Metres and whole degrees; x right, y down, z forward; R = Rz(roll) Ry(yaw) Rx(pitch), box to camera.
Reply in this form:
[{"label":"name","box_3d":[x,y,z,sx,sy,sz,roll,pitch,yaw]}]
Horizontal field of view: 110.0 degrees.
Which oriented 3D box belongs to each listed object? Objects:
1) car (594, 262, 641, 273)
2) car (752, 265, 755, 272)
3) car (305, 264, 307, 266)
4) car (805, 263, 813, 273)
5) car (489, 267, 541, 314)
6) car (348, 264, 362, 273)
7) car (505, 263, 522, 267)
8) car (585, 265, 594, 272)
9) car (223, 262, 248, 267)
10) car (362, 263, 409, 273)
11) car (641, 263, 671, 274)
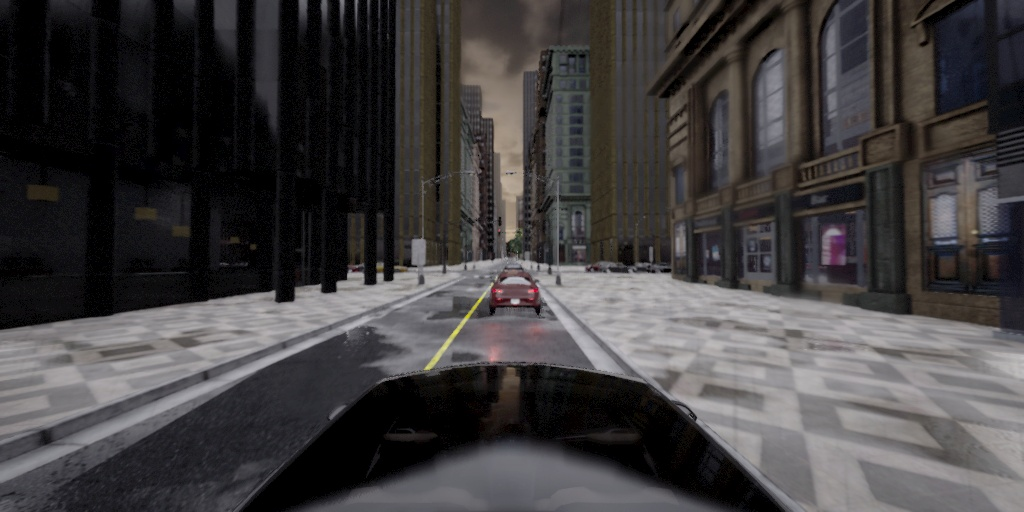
[{"label":"car","box_3d":[12.356,1.459,42.140,4.403,1.370,2.007,0,0,0]},{"label":"car","box_3d":[35.038,1.759,50.722,4.207,1.307,1.802,0,0,0]},{"label":"car","box_3d":[-30.925,1.506,50.550,4.507,1.381,1.888,0,0,0]},{"label":"car","box_3d":[40.705,1.653,50.736,4.097,1.591,1.967,0,0,0]},{"label":"car","box_3d":[0.110,1.328,13.992,1.812,1.442,4.674,0,0,0]},{"label":"car","box_3d":[-20.033,1.362,42.055,4.507,1.381,1.888,0,0,0]},{"label":"car","box_3d":[0.119,1.362,30.010,2.128,1.511,4.902,0,0,0]},{"label":"car","box_3d":[12.364,1.512,50.663,4.097,1.591,1.967,0,0,0]},{"label":"car","box_3d":[-30.633,1.363,42.027,4.313,1.339,1.948,0,0,0]},{"label":"car","box_3d":[-14.563,1.354,42.070,4.829,1.417,1.751,0,0,0]},{"label":"car","box_3d":[18.026,1.494,42.154,4.313,1.339,1.948,0,0,0]}]
